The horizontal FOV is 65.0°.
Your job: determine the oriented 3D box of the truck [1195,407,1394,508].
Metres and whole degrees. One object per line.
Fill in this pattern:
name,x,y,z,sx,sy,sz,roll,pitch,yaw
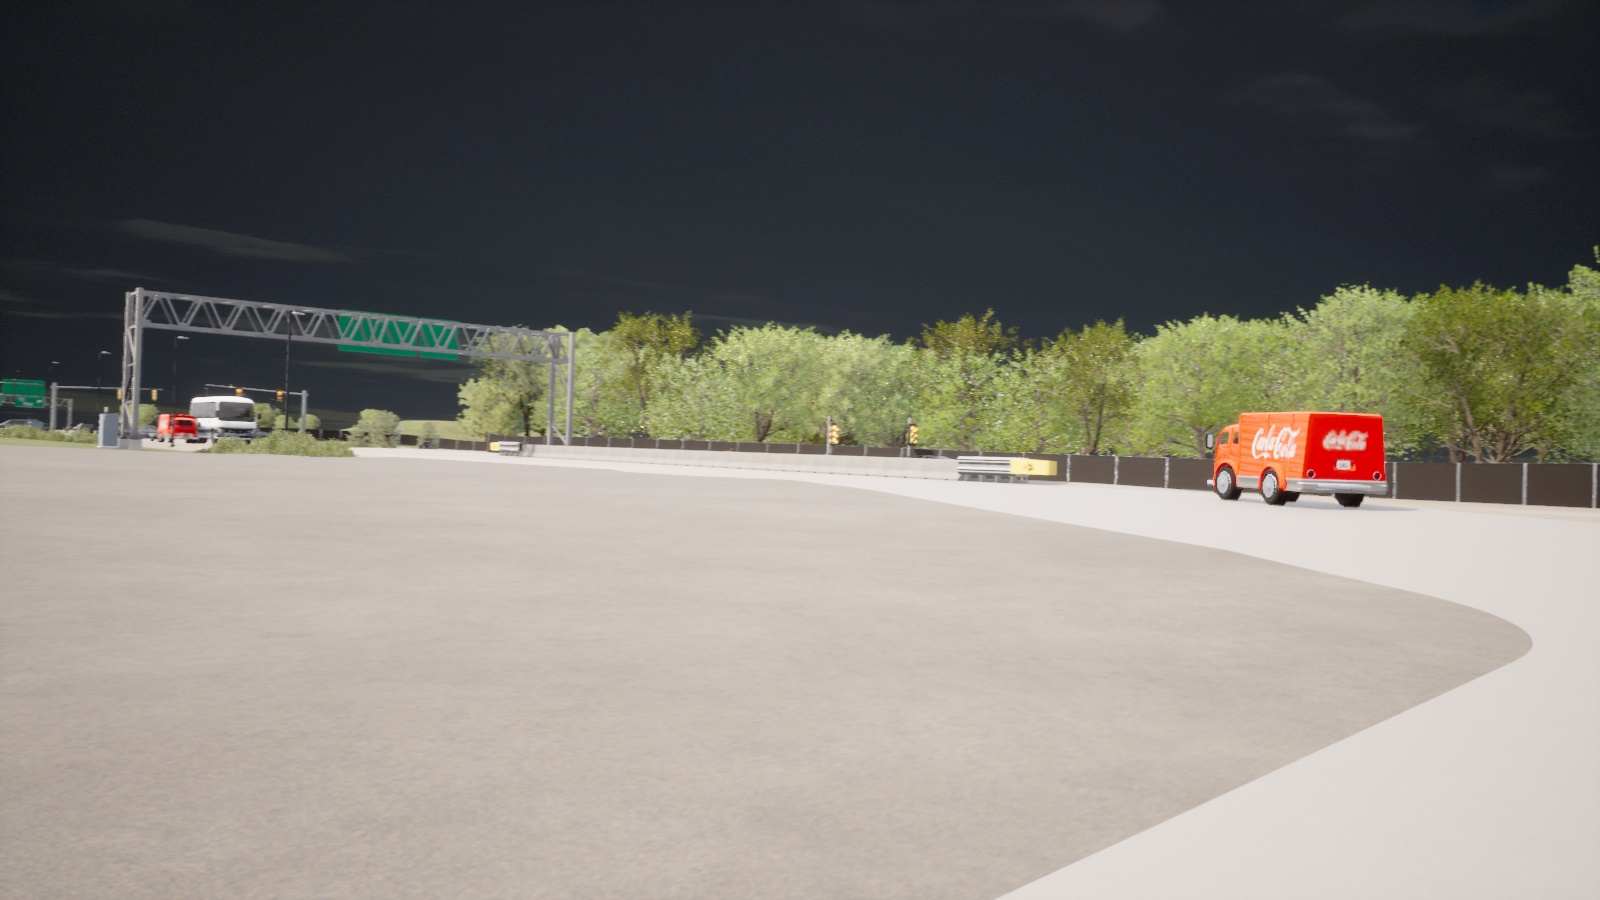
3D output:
truck,13.197,0.179,33.997,2.627,2.467,5.204,2,0,-10
